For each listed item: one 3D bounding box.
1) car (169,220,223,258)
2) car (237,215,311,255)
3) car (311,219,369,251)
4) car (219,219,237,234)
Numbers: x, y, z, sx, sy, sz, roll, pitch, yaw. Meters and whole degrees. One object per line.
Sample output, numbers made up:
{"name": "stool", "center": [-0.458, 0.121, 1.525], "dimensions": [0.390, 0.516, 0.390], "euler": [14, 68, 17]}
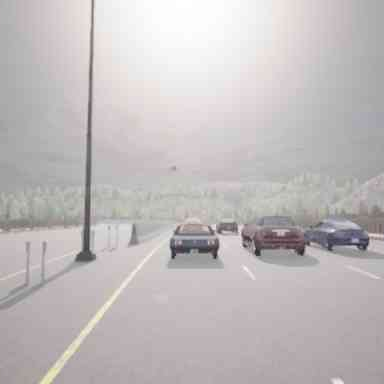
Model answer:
{"name": "car", "center": [0.093, 2.031, 14.470], "dimensions": [1.895, 1.301, 4.718], "euler": [0, -3, 0]}
{"name": "car", "center": [3.592, 1.847, 15.542], "dimensions": [2.097, 1.767, 4.553], "euler": [0, -4, 0]}
{"name": "car", "center": [7.092, 2.103, 16.753], "dimensions": [1.812, 1.442, 4.674], "euler": [0, -4, 0]}
{"name": "car", "center": [3.584, 3.503, 34.589], "dimensions": [1.882, 1.535, 5.008], "euler": [0, -5, 0]}
